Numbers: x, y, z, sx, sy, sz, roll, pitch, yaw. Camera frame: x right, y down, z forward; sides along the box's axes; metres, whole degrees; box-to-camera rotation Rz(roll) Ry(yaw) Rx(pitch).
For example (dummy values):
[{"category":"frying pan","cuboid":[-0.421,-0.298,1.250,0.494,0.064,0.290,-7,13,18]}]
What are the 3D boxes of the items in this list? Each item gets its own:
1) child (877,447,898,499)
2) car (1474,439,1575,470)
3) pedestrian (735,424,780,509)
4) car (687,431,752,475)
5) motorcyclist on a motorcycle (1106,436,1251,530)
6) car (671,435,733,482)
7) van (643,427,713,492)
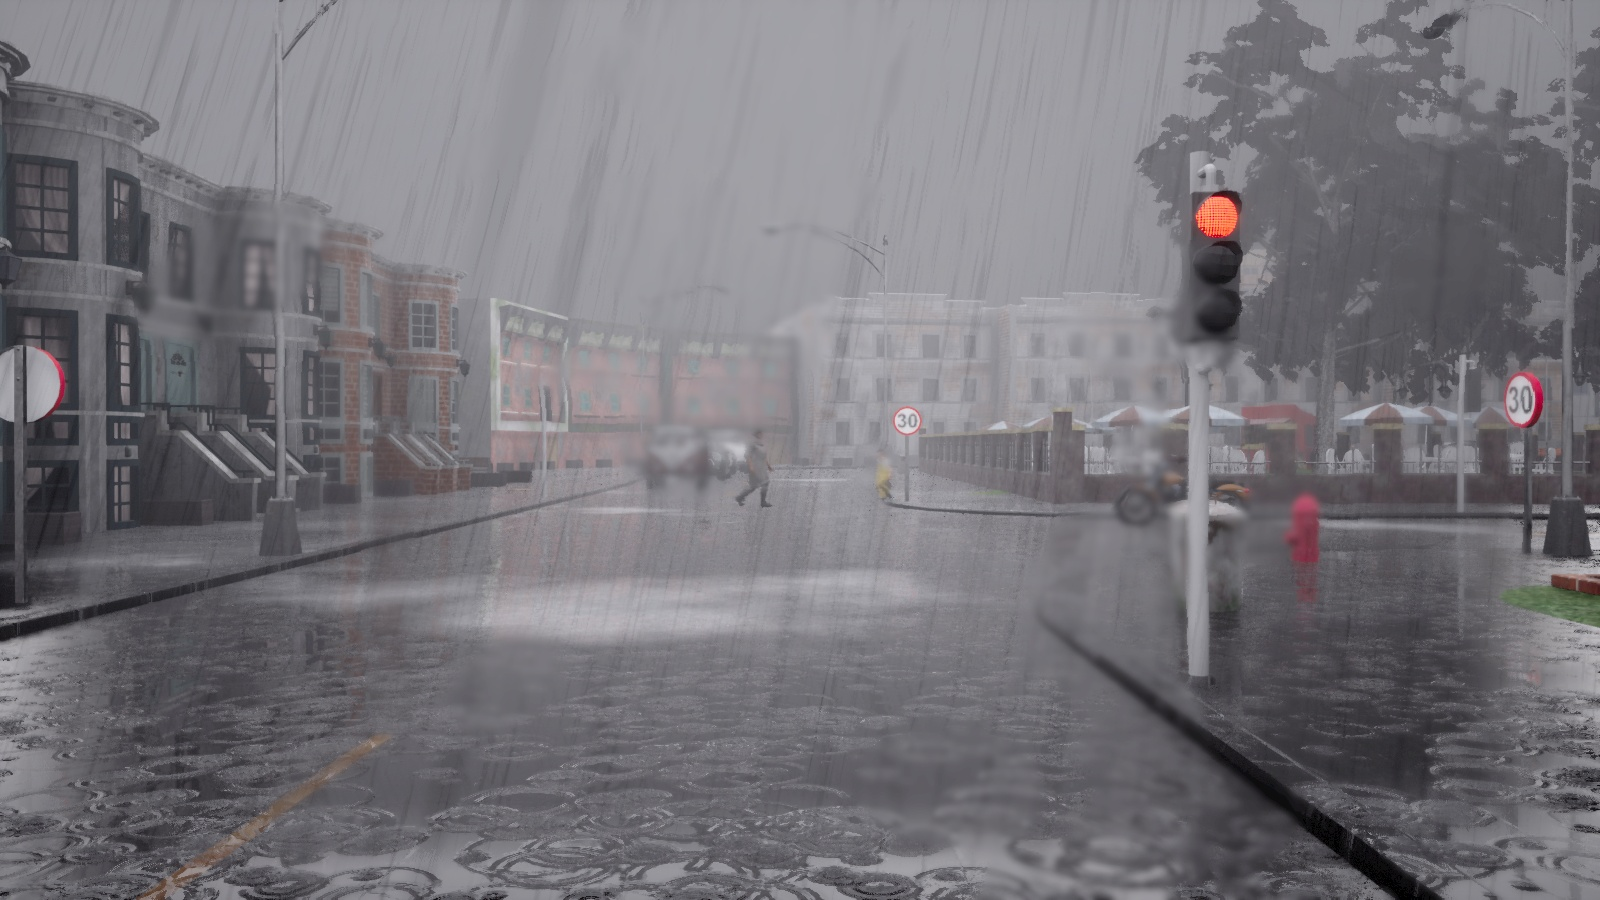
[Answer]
[{"category":"child","cuboid":[2.162,0.568,31.100,0.437,1.263,0.270,0,0,-38]},{"category":"car","cuboid":[41.212,0.235,71.499,4.553,1.767,2.097,0,0,0]},{"category":"pedestrian","cuboid":[-0.984,0.377,29.162,0.873,1.952,0.659,0,0,19]},{"category":"car","cuboid":[-3.803,0.123,60.331,2.150,2.045,5.566,0,0,7]},{"category":"motorcyclist on a motorcycle","cuboid":[6.703,0.576,22.331,2.350,1.649,0.766,0,0,0]},{"category":"car","cuboid":[-3.842,0.321,49.766,2.097,1.767,4.553,0,0,0]},{"category":"van","cuboid":[-3.858,0.268,40.407,1.775,1.987,4.442,0,0,0]}]
